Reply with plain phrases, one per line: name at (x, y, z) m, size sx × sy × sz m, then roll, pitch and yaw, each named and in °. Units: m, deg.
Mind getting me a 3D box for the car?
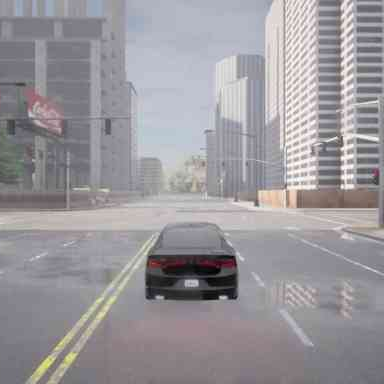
car at (-0.003, 1.478, 8.420) m, size 1.882 × 1.535 × 5.008 m, roll 0°, pitch 0°, yaw 0°
